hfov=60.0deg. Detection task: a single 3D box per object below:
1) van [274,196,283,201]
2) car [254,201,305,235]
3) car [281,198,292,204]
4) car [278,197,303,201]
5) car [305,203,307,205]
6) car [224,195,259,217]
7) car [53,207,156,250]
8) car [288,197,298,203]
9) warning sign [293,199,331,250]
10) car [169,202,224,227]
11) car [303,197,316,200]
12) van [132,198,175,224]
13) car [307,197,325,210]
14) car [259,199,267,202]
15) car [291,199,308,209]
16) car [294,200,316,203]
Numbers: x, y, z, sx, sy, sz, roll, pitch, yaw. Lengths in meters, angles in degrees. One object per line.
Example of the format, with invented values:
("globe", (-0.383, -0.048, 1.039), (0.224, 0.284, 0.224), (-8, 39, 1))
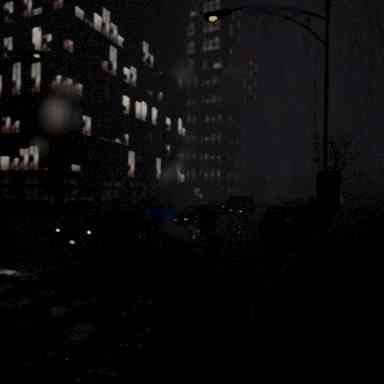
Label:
("van", (18.335, 1.766, 69.968), (1.690, 1.788, 3.998), (1, 0, 24))
("car", (5.261, 1.551, 19.722), (1.967, 1.590, 4.097), (1, 0, 24))
("car", (22.959, 2.089, 80.363), (1.947, 1.339, 4.313), (1, 0, 24))
("car", (12.981, 1.762, 43.749), (1.882, 1.535, 5.008), (1, 0, 24))
("car", (7.521, 1.724, 24.941), (1.947, 1.339, 4.313), (1, 0, 24))
("car", (4.679, 1.348, 32.932), (2.150, 2.045, 5.566), (1, 0, 24))
("car", (-3.629, 1.554, 14.318), (1.895, 1.301, 4.718), (1, 0, 22))
("car", (27.588, 2.172, 90.756), (2.008, 1.369, 4.403), (1, 0, 24))
("warning sign", (4.680, 1.203, 12.901), (1.300, 1.860, 1.060), (0, -1, 24))
("car", (0.402, 1.601, 23.355), (1.994, 1.385, 4.181), (1, 0, 24))
("car", (16.724, 1.666, 45.753), (2.192, 1.841, 5.009), (1, 0, 24))
("van", (-2.605, 1.329, 23.249), (1.690, 1.788, 3.998), (1, 0, 24))
("car", (19.039, 1.714, 50.949), (2.192, 1.841, 5.009), (1, 0, 24))
("car", (11.386, 1.845, 54.378), (1.947, 1.339, 4.313), (1, 0, 24))
("car", (17.467, 1.870, 53.823), (2.128, 1.511, 4.902), (1, 0, 24))
("car", (12.089, 1.836, 35.360), (1.802, 1.307, 4.206), (1, 0, 24))
